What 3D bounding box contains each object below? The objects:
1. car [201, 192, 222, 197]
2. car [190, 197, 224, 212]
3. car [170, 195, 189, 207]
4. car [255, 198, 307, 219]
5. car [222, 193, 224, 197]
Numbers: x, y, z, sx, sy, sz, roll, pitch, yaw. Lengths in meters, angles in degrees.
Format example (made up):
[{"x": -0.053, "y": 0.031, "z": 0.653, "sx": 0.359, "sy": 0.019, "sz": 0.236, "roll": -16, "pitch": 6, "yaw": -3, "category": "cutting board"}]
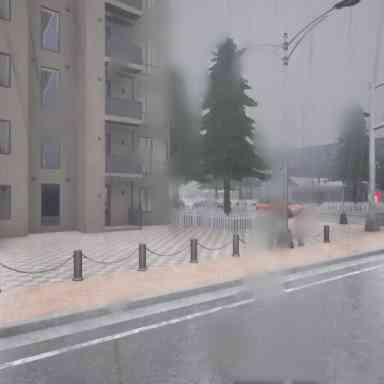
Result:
[{"x": 5.388, "y": 1.113, "z": 92.669, "sx": 1.932, "sy": 1.855, "sz": 4.605, "roll": 0, "pitch": 0, "yaw": -37, "category": "car"}, {"x": 1.828, "y": 1.579, "z": 37.589, "sx": 1.994, "sy": 1.385, "sz": 4.181, "roll": 0, "pitch": 0, "yaw": -37, "category": "car"}, {"x": -3.253, "y": 1.563, "z": 50.387, "sx": 2.033, "sy": 1.411, "sz": 5.357, "roll": 0, "pitch": 0, "yaw": -37, "category": "car"}, {"x": 7.872, "y": 1.367, "z": 29.600, "sx": 2.097, "sy": 1.767, "sz": 4.553, "roll": 0, "pitch": 0, "yaw": -37, "category": "car"}, {"x": 7.475, "y": 1.092, "z": 94.733, "sx": 1.905, "sy": 1.878, "sz": 3.866, "roll": 0, "pitch": 0, "yaw": -37, "category": "car"}]
